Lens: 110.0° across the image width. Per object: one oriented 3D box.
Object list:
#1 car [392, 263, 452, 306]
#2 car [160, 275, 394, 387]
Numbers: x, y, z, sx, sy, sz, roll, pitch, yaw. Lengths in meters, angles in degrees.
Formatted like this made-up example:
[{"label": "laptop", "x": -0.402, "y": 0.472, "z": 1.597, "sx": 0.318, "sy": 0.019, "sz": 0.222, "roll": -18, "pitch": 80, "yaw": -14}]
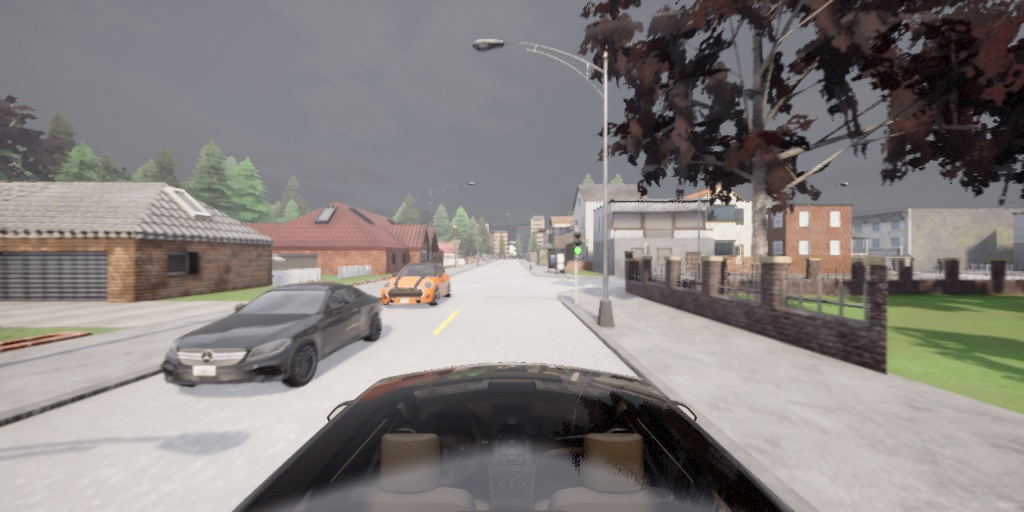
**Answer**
[{"label": "car", "x": -3.990, "y": 1.102, "z": 15.615, "sx": 2.097, "sy": 1.767, "sz": 4.553, "roll": 0, "pitch": 0, "yaw": 0}, {"label": "car", "x": -4.071, "y": 1.274, "z": 7.086, "sx": 1.812, "sy": 1.442, "sz": 4.674, "roll": 0, "pitch": 0, "yaw": 0}]
